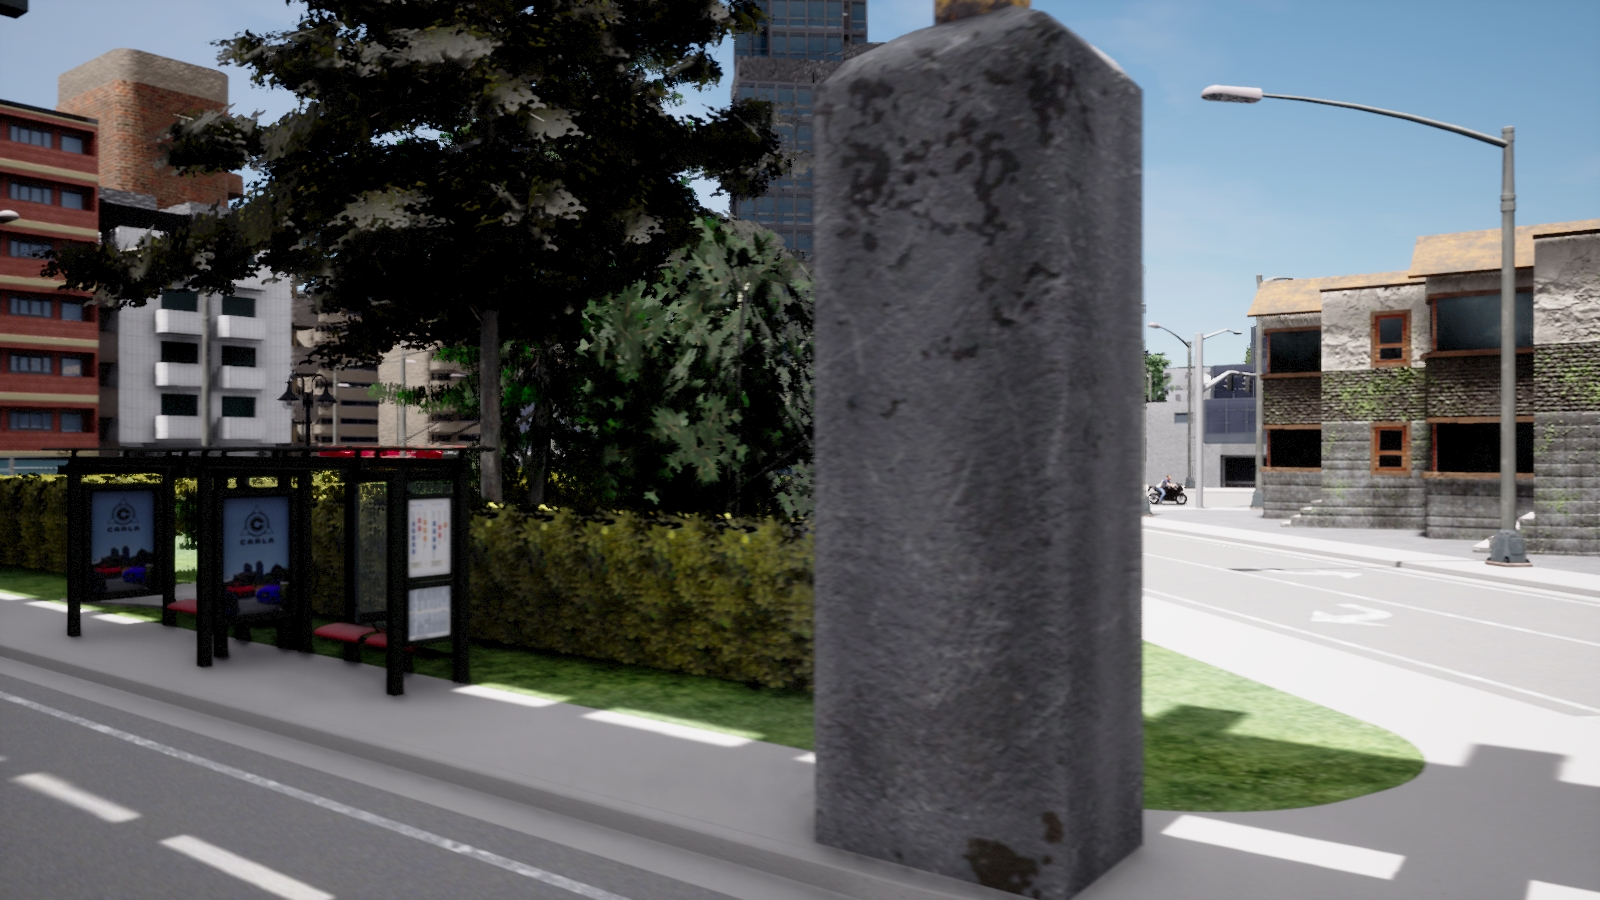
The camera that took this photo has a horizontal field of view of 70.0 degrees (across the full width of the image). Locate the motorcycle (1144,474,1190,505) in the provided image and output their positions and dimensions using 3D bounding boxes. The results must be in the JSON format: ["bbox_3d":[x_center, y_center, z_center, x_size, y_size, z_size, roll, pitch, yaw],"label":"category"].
[{"bbox_3d":[18.429,1.990,57.331,2.033,1.505,0.803,-1,0,37],"label":"motorcycle"}]
